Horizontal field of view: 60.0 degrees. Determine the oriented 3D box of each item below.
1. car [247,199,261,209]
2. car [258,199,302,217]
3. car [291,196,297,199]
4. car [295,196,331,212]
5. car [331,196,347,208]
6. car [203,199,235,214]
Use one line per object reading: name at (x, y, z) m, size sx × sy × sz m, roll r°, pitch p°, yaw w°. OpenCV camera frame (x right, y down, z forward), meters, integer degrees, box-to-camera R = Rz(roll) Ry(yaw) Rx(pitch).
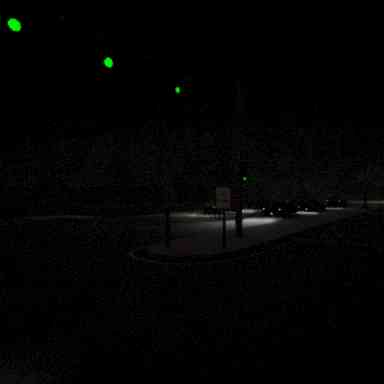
car at (9.057, 1.560, 43.880) m, size 1.895 × 1.301 × 4.718 m, roll 0°, pitch 0°, yaw 36°
car at (8.258, 1.576, 30.907) m, size 1.895 × 1.301 × 4.718 m, roll 0°, pitch 0°, yaw 36°
car at (17.400, 1.462, 55.291) m, size 1.837 × 1.490 × 4.892 m, roll 0°, pitch 1°, yaw 37°
car at (14.325, 1.523, 39.232) m, size 2.033 × 1.411 × 5.357 m, roll 0°, pitch 0°, yaw 36°
car at (21.117, 1.331, 48.550) m, size 2.097 × 1.767 × 4.553 m, roll 0°, pitch 0°, yaw 36°
car at (3.112, 1.436, 35.716) m, size 1.882 × 1.535 × 5.008 m, roll 0°, pitch 0°, yaw 36°
